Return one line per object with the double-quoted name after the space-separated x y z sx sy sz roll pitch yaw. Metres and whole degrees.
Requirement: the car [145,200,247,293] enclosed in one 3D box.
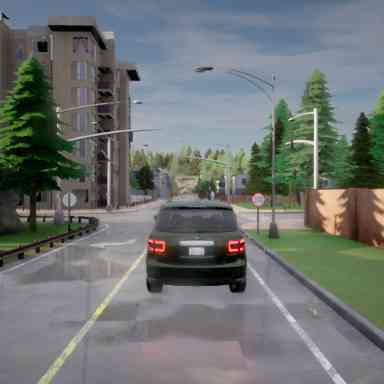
0.093 1.221 9.018 2.150 2.045 5.566 0 0 0 "car"
